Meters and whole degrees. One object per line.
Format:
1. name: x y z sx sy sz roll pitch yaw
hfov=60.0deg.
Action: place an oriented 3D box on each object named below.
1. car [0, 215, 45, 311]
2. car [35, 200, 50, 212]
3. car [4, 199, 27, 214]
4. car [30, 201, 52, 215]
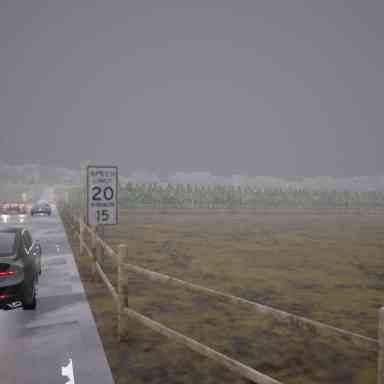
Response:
1. car: -4.407 1.517 7.396 1.837 1.490 4.892 0 0 -23
2. car: -20.272 1.896 45.265 1.812 1.442 4.674 0 -1 -23
3. car: -20.565 1.644 38.844 2.097 1.767 4.553 0 -1 -23
4. car: -16.400 1.796 36.170 1.994 1.385 4.181 0 -1 -22
